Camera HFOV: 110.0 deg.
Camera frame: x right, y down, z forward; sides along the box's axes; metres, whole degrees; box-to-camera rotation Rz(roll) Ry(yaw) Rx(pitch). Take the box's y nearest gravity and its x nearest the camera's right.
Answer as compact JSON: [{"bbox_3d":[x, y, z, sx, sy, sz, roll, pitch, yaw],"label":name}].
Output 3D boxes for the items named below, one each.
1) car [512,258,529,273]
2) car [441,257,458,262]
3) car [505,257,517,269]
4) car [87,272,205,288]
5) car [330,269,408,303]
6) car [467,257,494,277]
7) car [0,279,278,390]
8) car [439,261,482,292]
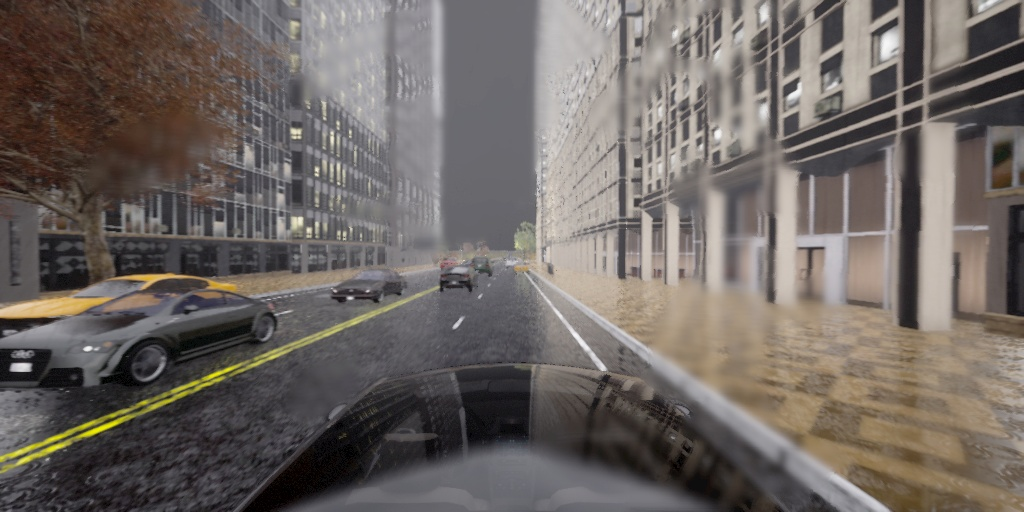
[{"bbox_3d":[1.172,1.341,44.935,1.801,1.575,5.366,0,0,0],"label":"car"},{"bbox_3d":[-9.745,1.120,56.034,2.150,2.045,5.566,0,0,1],"label":"car"},{"bbox_3d":[0.050,1.162,62.908,2.150,2.045,5.566,0,0,0],"label":"car"},{"bbox_3d":[-9.833,1.238,9.532,1.882,1.535,5.008,0,0,0],"label":"car"},{"bbox_3d":[-6.548,1.338,17.219,2.033,1.411,5.357,0,0,1],"label":"car"},{"bbox_3d":[-3.122,1.082,37.797,2.150,2.045,5.566,0,0,0],"label":"car"},{"bbox_3d":[-6.586,1.320,6.818,1.994,1.385,4.181,0,0,1],"label":"car"},{"bbox_3d":[-3.134,1.289,21.928,1.882,1.535,5.008,0,0,0],"label":"car"}]
